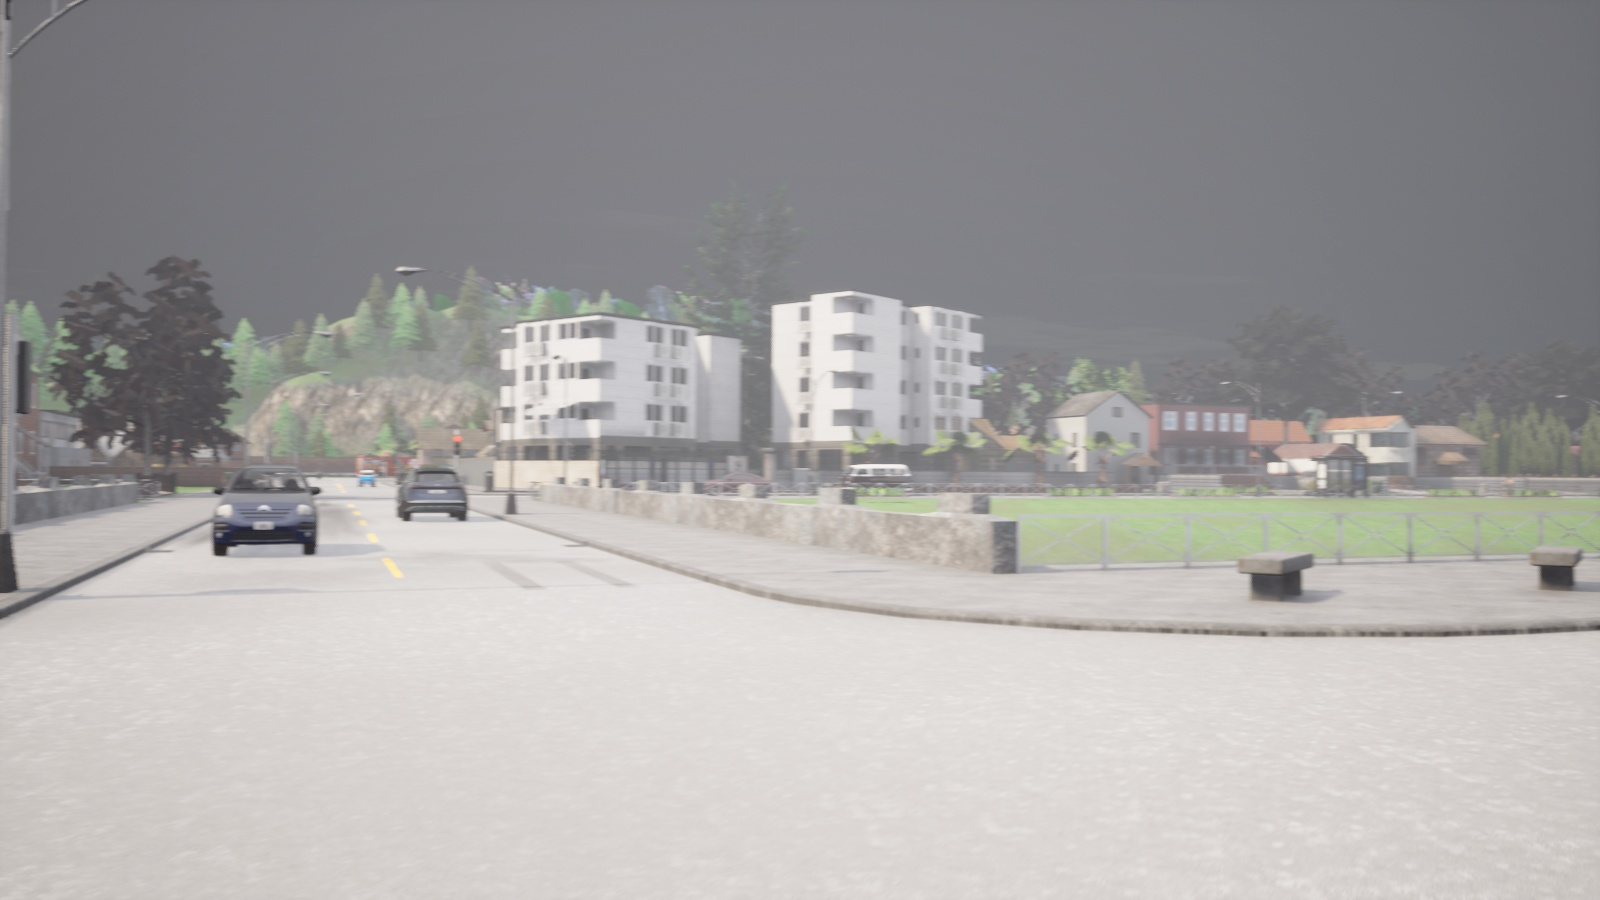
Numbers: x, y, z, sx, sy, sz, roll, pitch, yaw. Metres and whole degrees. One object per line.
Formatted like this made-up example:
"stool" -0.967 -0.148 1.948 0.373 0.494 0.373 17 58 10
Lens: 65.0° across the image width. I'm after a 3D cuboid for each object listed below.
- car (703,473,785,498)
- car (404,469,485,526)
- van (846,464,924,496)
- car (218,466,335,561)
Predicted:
"car" -3.399 2.140 76.421 4.674 1.442 1.812 0 -1 -20
"car" -11.040 1.406 38.750 2.033 1.649 4.856 0 -1 -20
"van" 5.385 1.891 79.650 4.480 2.038 2.069 0 -1 -20
"car" -9.732 1.116 23.604 1.851 1.617 3.988 0 -1 -20
